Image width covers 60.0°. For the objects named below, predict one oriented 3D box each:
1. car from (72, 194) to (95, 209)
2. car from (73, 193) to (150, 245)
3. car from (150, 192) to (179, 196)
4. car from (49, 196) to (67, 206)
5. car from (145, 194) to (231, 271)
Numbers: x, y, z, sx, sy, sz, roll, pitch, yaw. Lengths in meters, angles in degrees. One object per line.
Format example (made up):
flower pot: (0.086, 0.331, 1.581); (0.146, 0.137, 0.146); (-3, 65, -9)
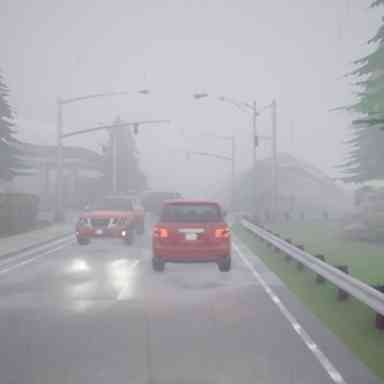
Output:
car: (-14.592, 1.203, 44.946); (1.905, 1.878, 3.866); (0, 0, -1)
car: (-3.551, 1.185, 15.558); (2.150, 2.045, 5.566); (0, 0, 0)
car: (-3.104, 1.048, 29.288); (2.150, 2.045, 5.566); (2, -2, -42)
car: (-20.305, 1.360, 49.216); (2.242, 1.667, 4.611); (0, 0, -1)
car: (0.009, 1.194, 10.908); (2.150, 2.045, 5.566); (0, 0, 1)
